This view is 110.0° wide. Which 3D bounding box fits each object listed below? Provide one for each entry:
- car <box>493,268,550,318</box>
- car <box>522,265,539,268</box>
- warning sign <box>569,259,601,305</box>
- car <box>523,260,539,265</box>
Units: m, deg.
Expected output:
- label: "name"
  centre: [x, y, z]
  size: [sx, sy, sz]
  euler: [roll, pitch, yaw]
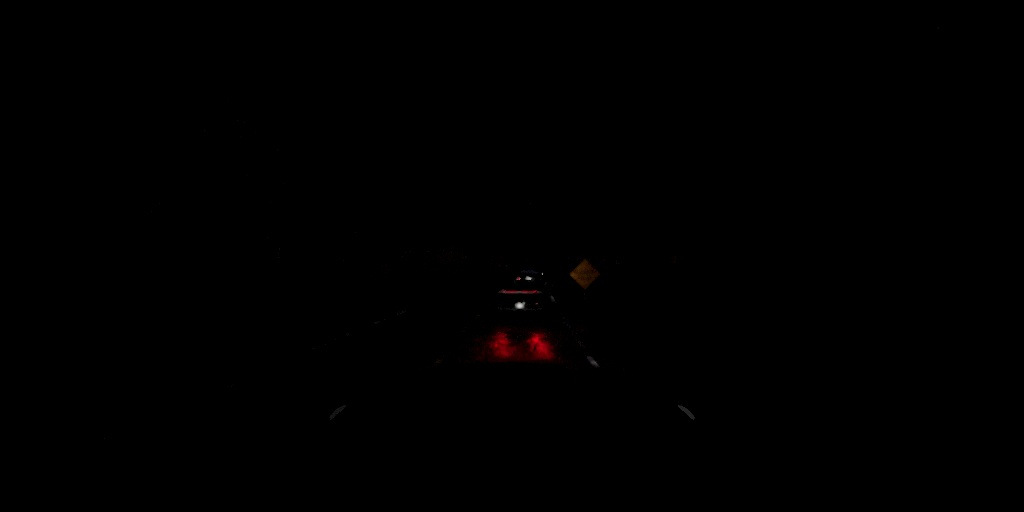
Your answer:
- label: "car"
  centre: [0.393, 1.391, 13.719]
  size: [2.128, 1.511, 4.902]
  euler: [0, -1, 4]
- label: "car"
  centre: [1.299, 1.606, 26.702]
  size: [2.033, 1.411, 5.357]
  euler: [0, -1, 6]
- label: "warning sign"
  centre: [3.036, 1.034, 14.945]
  size: [1.300, 1.860, 1.060]
  euler: [0, 0, 3]
- label: "car"
  centre: [3.182, 1.670, 59.378]
  size: [2.150, 2.045, 5.566]
  euler: [0, -1, 12]
